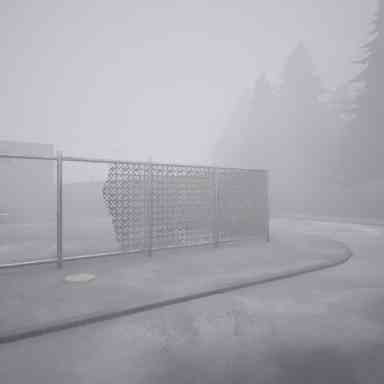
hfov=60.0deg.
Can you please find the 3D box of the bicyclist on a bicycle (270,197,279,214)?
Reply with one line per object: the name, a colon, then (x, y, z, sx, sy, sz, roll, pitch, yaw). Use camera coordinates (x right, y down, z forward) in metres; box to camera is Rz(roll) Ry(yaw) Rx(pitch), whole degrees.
bicyclist on a bicycle: (7.886, 1.352, 32.411, 1.656, 1.620, 0.582, 0, 0, -35)
